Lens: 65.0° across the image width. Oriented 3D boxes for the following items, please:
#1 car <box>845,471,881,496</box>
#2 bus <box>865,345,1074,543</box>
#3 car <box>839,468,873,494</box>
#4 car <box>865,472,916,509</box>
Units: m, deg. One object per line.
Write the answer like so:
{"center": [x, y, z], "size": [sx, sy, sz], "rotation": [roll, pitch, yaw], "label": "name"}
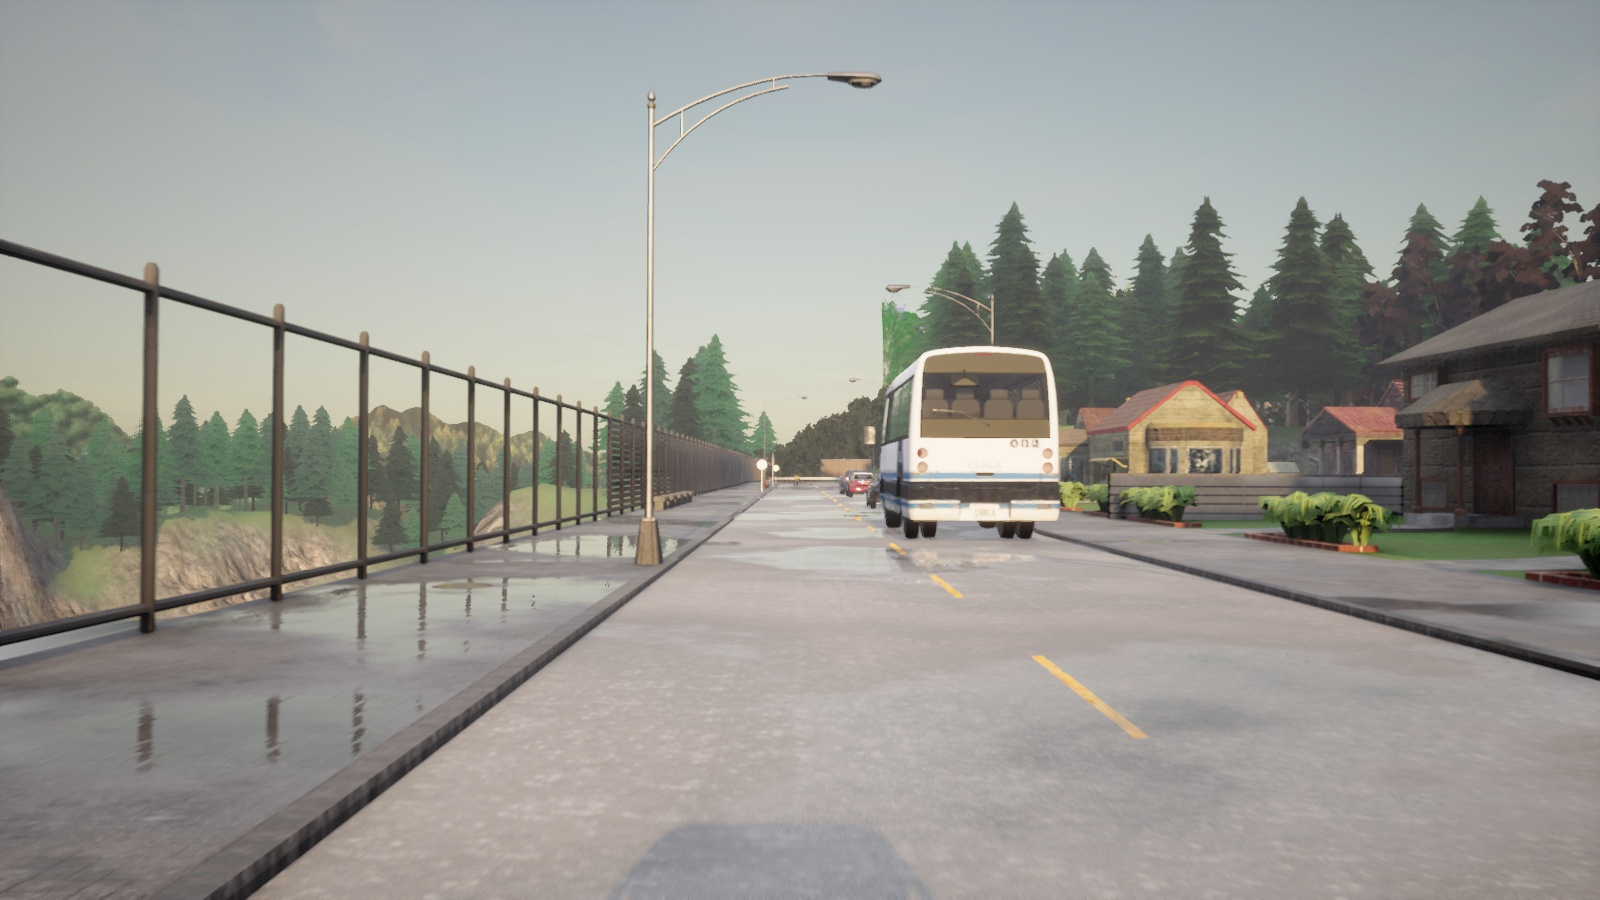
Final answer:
{"center": [3.821, 2.051, 76.826], "size": [1.970, 1.475, 3.806], "rotation": [0, -1, 0], "label": "car"}
{"center": [3.916, -0.038, 32.224], "size": [3.944, 4.253, 10.273], "rotation": [0, -1, 0], "label": "bus"}
{"center": [3.801, 2.099, 86.107], "size": [2.097, 1.767, 4.553], "rotation": [0, -1, 0], "label": "car"}
{"center": [3.868, 1.714, 54.383], "size": [1.837, 1.490, 4.892], "rotation": [0, -1, 0], "label": "car"}
